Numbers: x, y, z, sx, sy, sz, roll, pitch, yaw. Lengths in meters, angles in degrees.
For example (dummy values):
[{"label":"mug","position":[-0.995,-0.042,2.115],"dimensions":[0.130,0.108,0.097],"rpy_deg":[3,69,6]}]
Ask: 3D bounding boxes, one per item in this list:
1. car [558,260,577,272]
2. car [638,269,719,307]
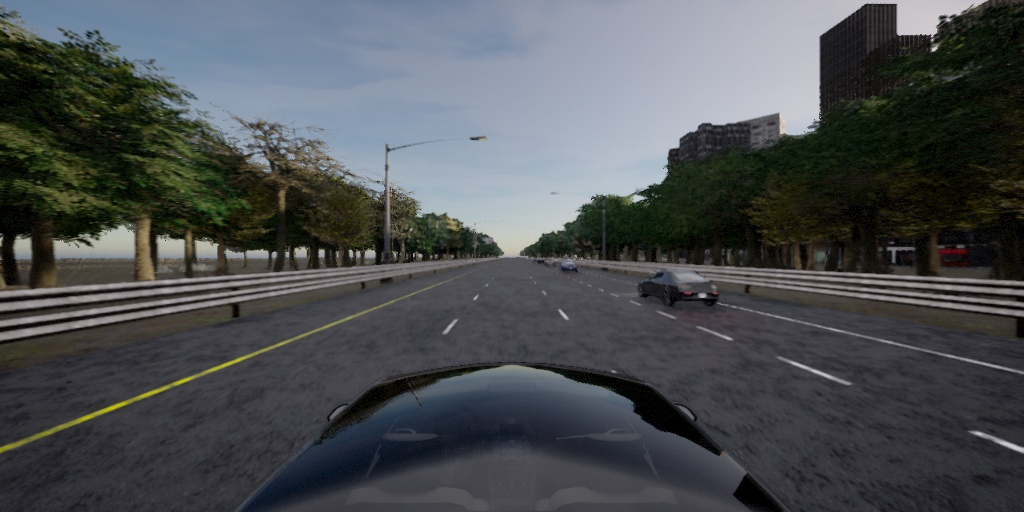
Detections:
[{"label":"car","position":[7.082,1.308,45.392],"dimensions":[1.812,1.442,4.674],"rpy_deg":[0,0,0]},{"label":"car","position":[7.005,1.286,15.489],"dimensions":[1.812,1.442,4.674],"rpy_deg":[0,0,0]}]
